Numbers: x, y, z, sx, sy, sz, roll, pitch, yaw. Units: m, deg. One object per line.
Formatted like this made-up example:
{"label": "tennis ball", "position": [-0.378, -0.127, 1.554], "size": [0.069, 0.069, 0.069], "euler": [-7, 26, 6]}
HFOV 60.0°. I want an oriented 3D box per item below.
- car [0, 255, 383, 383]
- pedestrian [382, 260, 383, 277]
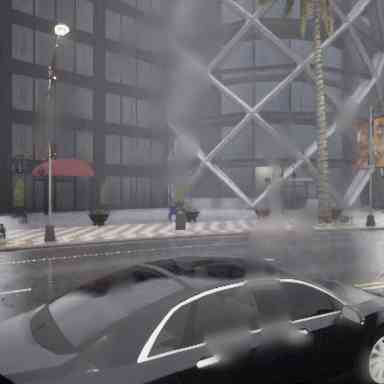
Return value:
{"label": "car", "position": [0.466, 1.504, 3.733], "size": [4.892, 1.490, 1.837], "euler": [0, 0, -32]}
{"label": "pedestrian", "position": [4.477, 1.674, 7.380], "size": [0.500, 1.100, 0.500], "euler": [0, 0, -23]}
